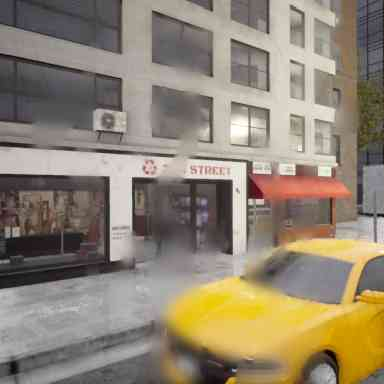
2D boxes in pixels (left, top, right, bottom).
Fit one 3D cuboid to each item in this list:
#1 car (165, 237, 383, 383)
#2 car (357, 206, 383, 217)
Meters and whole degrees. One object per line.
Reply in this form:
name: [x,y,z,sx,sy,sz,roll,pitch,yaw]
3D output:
car: [1.973,1.477,4.792,5.008,1.535,1.882,0,0,-36]
car: [16.998,1.601,28.760,2.033,1.411,5.357,0,0,-34]
